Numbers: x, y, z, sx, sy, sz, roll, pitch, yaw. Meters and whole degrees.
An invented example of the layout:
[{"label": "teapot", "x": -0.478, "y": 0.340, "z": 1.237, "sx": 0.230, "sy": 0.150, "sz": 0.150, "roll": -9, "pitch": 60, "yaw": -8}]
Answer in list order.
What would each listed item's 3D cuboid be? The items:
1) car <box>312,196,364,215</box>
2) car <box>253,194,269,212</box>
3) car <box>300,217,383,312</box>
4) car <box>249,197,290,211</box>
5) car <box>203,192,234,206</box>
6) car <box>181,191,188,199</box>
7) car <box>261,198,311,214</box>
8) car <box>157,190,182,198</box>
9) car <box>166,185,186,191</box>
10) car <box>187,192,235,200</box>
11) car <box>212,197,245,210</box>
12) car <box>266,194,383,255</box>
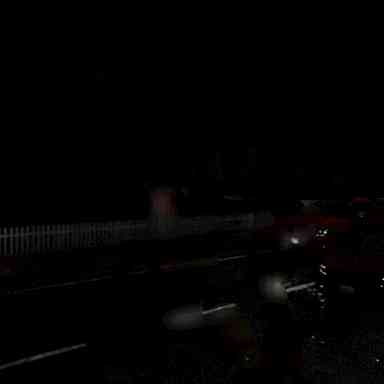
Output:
[{"label": "car", "x": 15.299, "y": 1.329, "z": 35.060, "sx": 2.097, "sy": 1.767, "sz": 4.553, "roll": 0, "pitch": 0, "yaw": -37}, {"label": "car", "x": 8.364, "y": 1.203, "z": 32.611, "sx": 2.150, "sy": 2.045, "sz": 5.566, "roll": 0, "pitch": 0, "yaw": -37}, {"label": "car", "x": 4.818, "y": 1.473, "z": 7.384, "sx": 5.008, "sy": 1.535, "sz": 1.882, "roll": 0, "pitch": 0, "yaw": -35}, {"label": "car", "x": 9.766, "y": 1.429, "z": 42.338, "sx": 1.882, "sy": 1.535, "sz": 5.008, "roll": 0, "pitch": 1, "yaw": -37}, {"label": "car", "x": 3.884, "y": 0.967, "z": 50.104, "sx": 2.097, "sy": 1.767, "sz": 4.553, "roll": 0, "pitch": 3, "yaw": -37}, {"label": "car", "x": -1.203, "y": 0.978, "z": 51.032, "sx": 1.895, "sy": 1.301, "sz": 4.718, "roll": 0, "pitch": 4, "yaw": -37}, {"label": "car", "x": 10.082, "y": 1.467, "z": 36.137, "sx": 2.128, "sy": 1.511, "sz": 4.902, "roll": 0, "pitch": 0, "yaw": -37}, {"label": "car", "x": -4.036, "y": 0.878, "z": 48.982, "sx": 1.837, "sy": 1.490, "sz": 4.892, "roll": 0, "pitch": 4, "yaw": -37}, {"label": "car", "x": -2.468, "y": 0.010, "z": 58.598, "sx": 2.150, "sy": 2.045, "sz": 5.566, "roll": 0, "pitch": 6, "yaw": -36}, {"label": "car", "x": 2.246, "y": 1.109, "z": 40.665, "sx": 2.150, "sy": 2.045, "sz": 5.566, "roll": 0, "pitch": 2, "yaw": -37}, {"label": "car", "x": 4.702, "y": 1.434, "z": 43.222, "sx": 1.994, "sy": 1.385, "sz": 4.181, "roll": 0, "pitch": 2, "yaw": -38}, {"label": "car", "x": 5.551, "y": 1.216, "z": 12.172, "sx": 5.566, "sy": 2.045, "sz": 2.150, "roll": 0, "pitch": 0, "yaw": -35}]
